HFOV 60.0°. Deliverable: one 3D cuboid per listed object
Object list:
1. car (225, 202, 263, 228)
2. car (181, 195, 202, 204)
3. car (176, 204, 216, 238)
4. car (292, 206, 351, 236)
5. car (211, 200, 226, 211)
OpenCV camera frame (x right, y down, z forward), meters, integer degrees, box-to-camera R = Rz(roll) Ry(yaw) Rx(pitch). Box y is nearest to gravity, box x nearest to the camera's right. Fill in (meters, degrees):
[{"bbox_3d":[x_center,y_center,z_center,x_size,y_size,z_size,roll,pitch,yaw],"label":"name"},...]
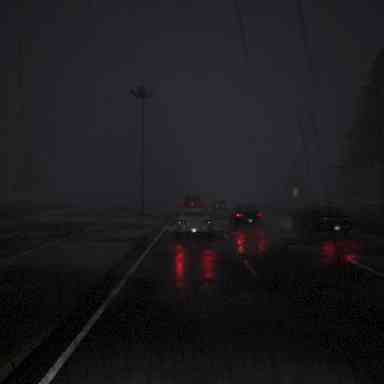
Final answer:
[{"bbox_3d":[3.597,1.603,22.841,1.812,1.442,4.674,0,0,0],"label":"car"},{"bbox_3d":[-0.013,1.349,37.931,2.150,2.045,5.566,0,0,-1],"label":"car"},{"bbox_3d":[0.103,1.587,18.060,1.812,1.442,4.674,0,0,0],"label":"car"},{"bbox_3d":[7.104,1.555,18.692,2.128,1.511,4.902,0,0,0],"label":"car"},{"bbox_3d":[3.431,1.685,40.847,2.033,1.411,5.357,0,0,-1],"label":"car"}]
